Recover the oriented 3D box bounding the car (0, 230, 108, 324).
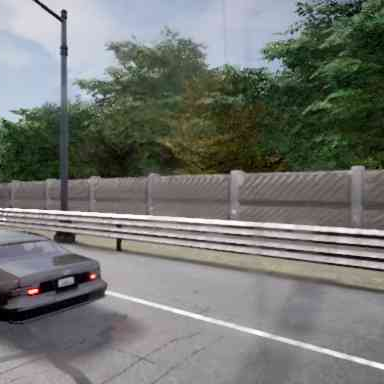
[{"bbox_3d":[-4.093,1.520,6.916,5.357,1.411,2.033,0,0,36],"label":"car"}]
